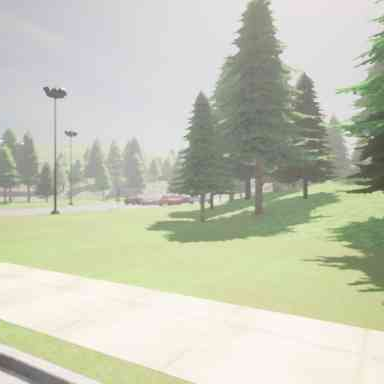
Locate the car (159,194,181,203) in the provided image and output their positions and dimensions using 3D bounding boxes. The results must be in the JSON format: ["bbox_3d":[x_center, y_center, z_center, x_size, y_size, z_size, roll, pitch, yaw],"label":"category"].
[{"bbox_3d":[-4.425,1.349,67.093,2.097,1.767,4.553,0,0,31],"label":"car"}]

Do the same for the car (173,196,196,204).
[{"bbox_3d":[-1.409,1.545,65.317,2.033,1.411,5.357,0,0,31],"label":"car"}]

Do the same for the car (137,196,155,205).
[{"bbox_3d":[-6.680,1.598,56.440,1.895,1.301,4.718,0,0,31],"label":"car"}]

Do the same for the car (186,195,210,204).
[{"bbox_3d":[1.607,1.220,63.541,2.150,2.045,5.566,0,0,31],"label":"car"}]

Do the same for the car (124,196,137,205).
[{"bbox_3d":[-9.709,1.489,58.199,2.128,1.511,4.902,0,0,32],"label":"car"}]

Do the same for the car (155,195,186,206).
[{"bbox_3d":[-3.469,1.350,54.983,2.097,1.767,4.553,0,0,31],"label":"car"}]
